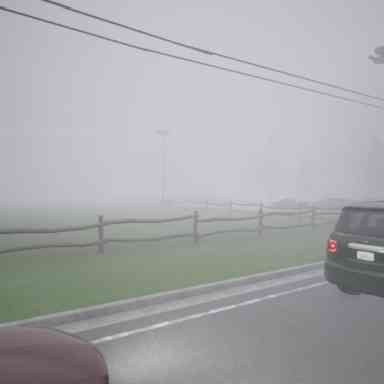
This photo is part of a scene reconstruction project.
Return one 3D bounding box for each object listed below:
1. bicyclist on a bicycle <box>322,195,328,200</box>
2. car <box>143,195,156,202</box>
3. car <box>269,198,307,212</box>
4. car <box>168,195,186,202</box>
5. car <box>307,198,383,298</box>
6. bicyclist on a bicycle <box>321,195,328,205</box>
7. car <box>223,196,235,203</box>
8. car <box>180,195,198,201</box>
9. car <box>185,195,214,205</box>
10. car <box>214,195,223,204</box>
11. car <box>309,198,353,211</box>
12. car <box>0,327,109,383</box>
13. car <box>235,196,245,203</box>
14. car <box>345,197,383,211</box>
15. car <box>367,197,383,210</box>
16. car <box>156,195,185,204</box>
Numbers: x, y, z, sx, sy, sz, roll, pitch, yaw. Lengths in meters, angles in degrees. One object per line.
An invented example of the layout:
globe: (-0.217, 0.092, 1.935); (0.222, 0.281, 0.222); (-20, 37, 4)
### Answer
bicyclist on a bicycle: (22.056, 1.285, 54.445); (1.656, 1.620, 0.582); (0, 0, -44)
car: (-9.461, 1.488, 75.190); (1.837, 1.490, 4.892); (0, 0, -34)
car: (11.119, 1.466, 38.604); (1.882, 1.535, 5.008); (0, 0, -34)
car: (-3.626, 1.485, 79.056); (1.837, 1.490, 4.892); (0, 0, -34)
car: (5.286, 1.219, 7.382); (5.566, 2.045, 2.150); (0, 0, -34)
bicyclist on a bicycle: (21.919, 1.284, 54.992); (0.582, 1.620, 1.656); (0, 0, 43)
car: (5.704, 1.510, 65.402); (1.812, 1.442, 4.674); (0, 0, -34)
car: (-0.729, 1.484, 81.020); (1.837, 1.490, 4.892); (0, 0, -34)
car: (1.242, 1.338, 59.500); (2.097, 1.767, 4.553); (0, 0, -34)
car: (3.141, 1.338, 62.945); (2.097, 1.767, 4.553); (0, 0, -34)
car: (17.415, 1.491, 41.789); (1.837, 1.490, 4.892); (0, 0, -34)
car: (-2.781, 1.526, 1.839); (4.674, 1.442, 1.812); (0, 0, -34)
car: (8.730, 1.509, 67.176); (1.812, 1.442, 4.674); (0, 0, -34)
car: (21.955, 1.476, 41.318); (2.128, 1.511, 4.902); (0, 0, -34)
car: (25.328, 1.488, 42.575); (1.837, 1.490, 4.892); (0, 0, -34)
car: (-4.063, 1.536, 61.108); (2.033, 1.411, 5.357); (0, 0, -34)
